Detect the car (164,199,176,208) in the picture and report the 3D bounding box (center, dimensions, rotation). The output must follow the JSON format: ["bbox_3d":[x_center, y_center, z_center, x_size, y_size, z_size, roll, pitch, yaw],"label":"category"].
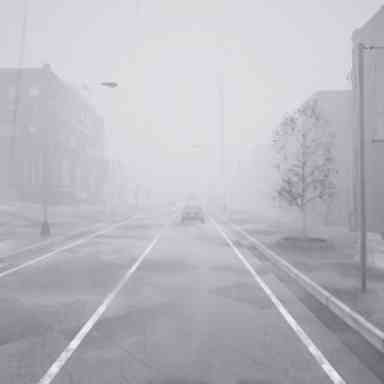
[{"bbox_3d":[-3.558,1.833,55.102,2.033,1.411,5.357,0,0,1],"label":"car"}]

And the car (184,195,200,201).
[{"bbox_3d":[-0.007,1.488,50.969,2.150,2.045,5.566,0,0,0],"label":"car"}]

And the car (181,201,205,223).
[{"bbox_3d":[0.057,1.682,26.507,2.033,1.411,5.357,0,0,0],"label":"car"}]
